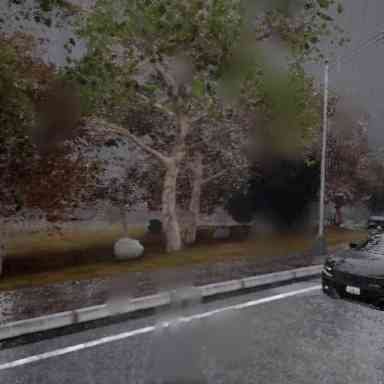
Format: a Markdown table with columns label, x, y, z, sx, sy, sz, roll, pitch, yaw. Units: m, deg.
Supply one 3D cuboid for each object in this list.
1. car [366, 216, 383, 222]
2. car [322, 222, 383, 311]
| label | x | y | z | sx | sy | sz | roll | pitch | yaw |
| --- | --- | --- | --- | --- | --- | --- | --- | --- | --- |
| car | 19.264 | 3.183 | 34.727 | 2.033 | 1.411 | 5.357 | 2 | -2 | 24 |
| car | 4.992 | 1.624 | 7.701 | 5.008 | 1.535 | 1.882 | 2 | -1 | -37 |
